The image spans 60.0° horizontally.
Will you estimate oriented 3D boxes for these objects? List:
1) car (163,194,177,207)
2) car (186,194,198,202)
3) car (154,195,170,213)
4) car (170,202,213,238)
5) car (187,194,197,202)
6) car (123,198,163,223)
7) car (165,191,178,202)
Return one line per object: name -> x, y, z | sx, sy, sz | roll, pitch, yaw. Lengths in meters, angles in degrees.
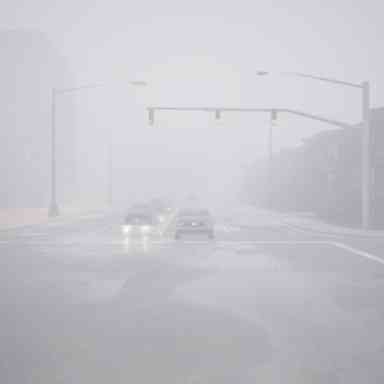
car -> -3.483, 1.301, 44.135 | 2.033, 1.411, 5.357 | 0, 0, 0
car -> 0.021, 1.174, 54.193 | 1.882, 1.535, 5.008 | 0, 0, 0
car -> -3.554, 1.316, 33.811 | 1.837, 1.490, 4.892 | 0, 0, 0
car -> 0.106, 1.451, 17.114 | 2.033, 1.411, 5.357 | 0, 0, 0
car -> 0.025, 1.143, 64.607 | 1.837, 1.490, 4.892 | 0, 0, 0
car -> -3.587, 1.412, 24.202 | 2.033, 1.411, 5.357 | 0, 0, 0
car -> -3.479, 0.917, 54.496 | 2.150, 2.045, 5.566 | 0, 0, 0
